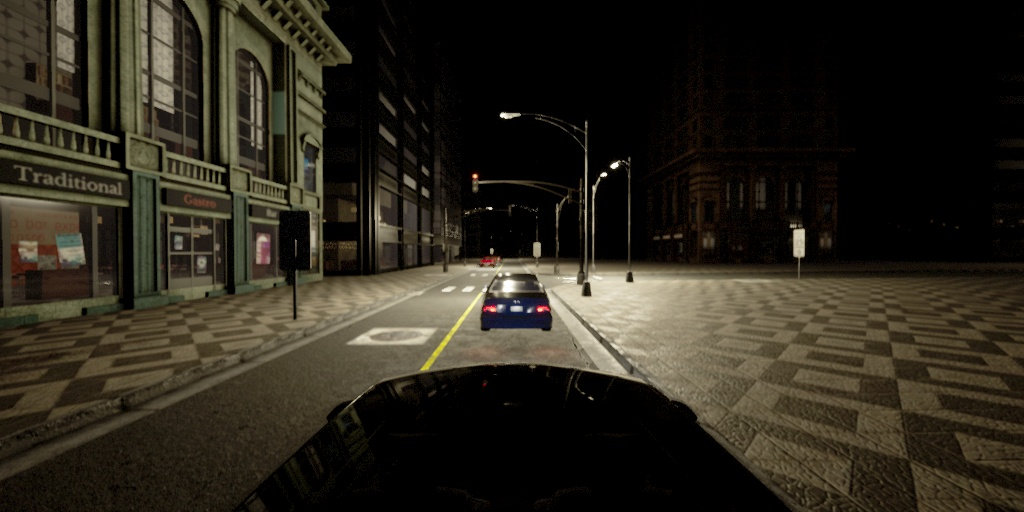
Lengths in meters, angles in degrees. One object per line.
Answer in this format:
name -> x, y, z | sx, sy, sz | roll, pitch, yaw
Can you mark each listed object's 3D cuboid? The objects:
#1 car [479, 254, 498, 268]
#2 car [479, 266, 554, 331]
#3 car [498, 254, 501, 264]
car -> -3.099, 0.795, 46.139 | 1.812, 1.442, 4.674 | 0, 1, 0
car -> 0.096, 1.201, 10.543 | 2.033, 1.411, 5.357 | 0, 1, 0
car -> -3.055, 0.432, 64.107 | 2.097, 1.767, 4.553 | 0, 1, 1
